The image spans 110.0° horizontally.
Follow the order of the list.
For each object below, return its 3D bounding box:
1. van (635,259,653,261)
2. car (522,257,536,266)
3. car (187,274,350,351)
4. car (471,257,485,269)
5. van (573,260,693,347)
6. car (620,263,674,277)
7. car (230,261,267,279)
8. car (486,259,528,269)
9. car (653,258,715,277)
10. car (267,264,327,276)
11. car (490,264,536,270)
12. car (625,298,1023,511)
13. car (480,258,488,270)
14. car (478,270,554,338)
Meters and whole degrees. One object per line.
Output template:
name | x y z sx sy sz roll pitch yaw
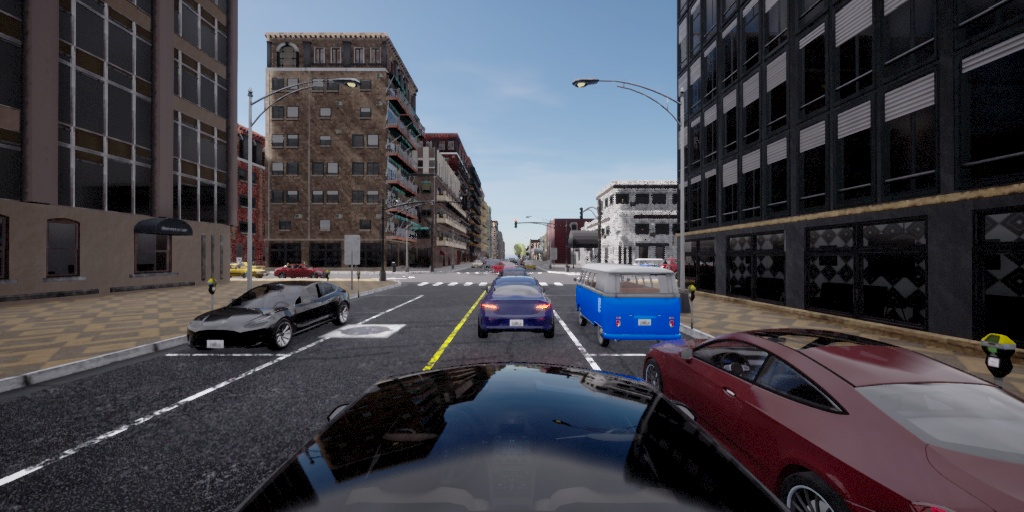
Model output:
van | 14.887 1.174 38.299 3.998 1.789 1.690 0 0 0
car | 2.677 1.309 53.987 1.751 1.417 4.829 0 0 0
car | -5.692 1.317 9.055 1.948 1.339 4.313 0 0 0
car | -5.706 1.316 59.183 1.751 1.417 4.829 0 0 0
van | 2.655 1.092 9.031 1.690 1.789 3.998 0 0 0
car | 13.394 1.417 35.729 4.718 1.301 1.895 0 0 1
car | -22.967 1.215 29.818 4.829 1.417 1.751 0 0 0
car | -0.641 1.308 37.655 1.812 1.442 4.674 0 0 -31
car | 14.912 1.107 29.919 5.009 1.841 2.192 0 0 0
car | -17.474 1.283 29.833 4.207 1.307 1.802 0 0 0
car | 0.088 1.317 18.482 1.994 1.385 4.181 0 0 0
car | 2.657 1.332 3.342 1.802 1.307 4.207 0 0 0
car | -3.110 1.330 52.855 2.033 1.411 5.357 0 0 0
car | 0.099 1.277 10.031 1.812 1.442 4.674 0 0 0
